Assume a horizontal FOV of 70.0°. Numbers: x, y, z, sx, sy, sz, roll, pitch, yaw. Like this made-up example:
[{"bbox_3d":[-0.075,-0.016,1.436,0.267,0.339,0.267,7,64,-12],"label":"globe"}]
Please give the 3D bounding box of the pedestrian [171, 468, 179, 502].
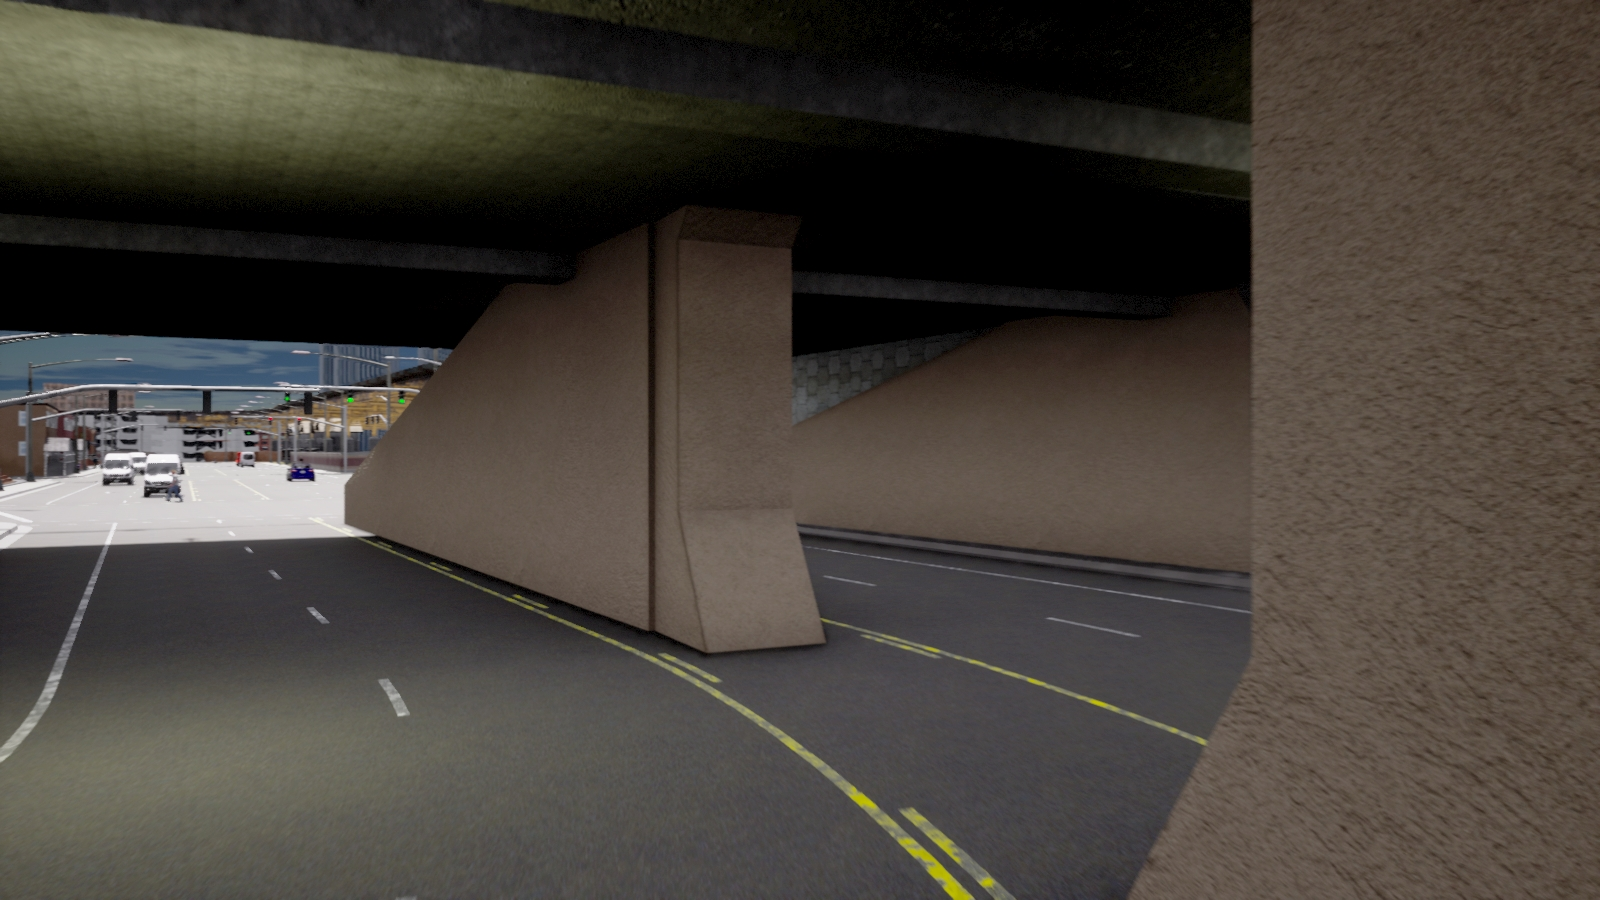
[{"bbox_3d":[-33.738,1.889,61.676,0.375,1.860,0.375,0,0,-34],"label":"pedestrian"}]
